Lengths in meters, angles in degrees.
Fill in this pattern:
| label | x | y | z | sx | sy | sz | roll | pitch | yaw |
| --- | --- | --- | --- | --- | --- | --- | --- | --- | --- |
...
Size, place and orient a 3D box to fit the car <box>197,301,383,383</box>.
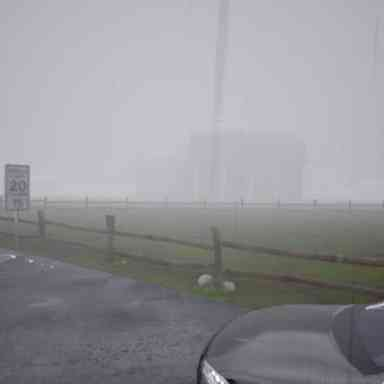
| label | x | y | z | sx | sy | sz | roll | pitch | yaw |
| --- | --- | --- | --- | --- | --- | --- | --- | --- | --- |
| car | 2.382 | 1.491 | 2.298 | 4.902 | 1.511 | 2.128 | 1 | 1 | 26 |
